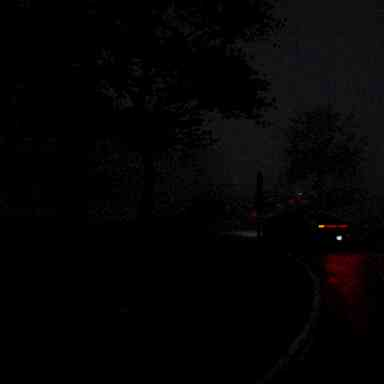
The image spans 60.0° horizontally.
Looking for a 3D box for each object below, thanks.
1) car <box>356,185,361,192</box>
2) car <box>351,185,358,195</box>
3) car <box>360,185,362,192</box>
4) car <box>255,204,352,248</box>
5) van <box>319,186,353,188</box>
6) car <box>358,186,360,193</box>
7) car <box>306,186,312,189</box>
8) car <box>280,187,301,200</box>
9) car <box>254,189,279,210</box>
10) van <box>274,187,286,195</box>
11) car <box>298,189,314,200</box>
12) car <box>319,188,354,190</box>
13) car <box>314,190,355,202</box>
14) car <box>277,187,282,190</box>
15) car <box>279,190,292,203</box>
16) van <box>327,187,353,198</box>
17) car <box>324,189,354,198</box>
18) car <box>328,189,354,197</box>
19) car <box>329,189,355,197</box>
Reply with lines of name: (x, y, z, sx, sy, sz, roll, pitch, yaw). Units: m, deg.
car: (37.577, -0.198, 80.407, 4.792, 1.488, 2.163, -1, 1, 32)
car: (24.580, 0.363, 56.420, 5.566, 2.045, 2.435, -1, 1, 26)
car: (40.483, -0.650, 85.024, 5.566, 2.045, 2.435, 0, 1, 33)
car: (4.903, 1.491, 14.899, 1.837, 1.490, 4.892, 1, -1, -16)
van: (23.268, 0.460, 54.007, 4.442, 1.987, 1.878, -1, 1, 26)
car: (34.728, -0.037, 75.602, 4.892, 1.521, 2.231, -1, 2, 31)
car: (25.634, -0.058, 69.157, 2.150, 2.045, 5.566, -1, 1, 29)
car: (18.103, 0.534, 60.983, 2.097, 1.767, 4.553, -1, 1, 27)
car: (8.526, 0.970, 38.637, 2.150, 2.045, 5.566, -1, 1, 18)
van: (23.724, -0.301, 89.411, 1.878, 1.987, 4.442, -1, 1, 33)
car: (20.921, 0.649, 59.910, 1.837, 1.490, 4.892, -1, 1, 27)
car: (22.211, 0.629, 51.460, 4.553, 1.767, 2.185, -1, 1, 26)
car: (20.988, 0.824, 48.996, 4.892, 1.521, 2.231, -1, 1, 26)
car: (20.885, 0.130, 84.759, 2.163, 1.488, 4.792, -1, 1, 32)
car: (13.708, 0.948, 51.590, 1.837, 1.490, 4.892, -1, 1, 26)
van: (28.251, 0.163, 63.586, 4.442, 1.987, 1.878, -1, 1, 28)
car: (29.257, 0.307, 66.151, 5.366, 1.575, 1.946, -1, 1, 28)
car: (30.715, 0.265, 68.466, 4.674, 1.452, 2.002, -1, 1, 29)
car: (32.003, 0.169, 70.873, 4.792, 1.488, 2.163, -1, 2, 29)
